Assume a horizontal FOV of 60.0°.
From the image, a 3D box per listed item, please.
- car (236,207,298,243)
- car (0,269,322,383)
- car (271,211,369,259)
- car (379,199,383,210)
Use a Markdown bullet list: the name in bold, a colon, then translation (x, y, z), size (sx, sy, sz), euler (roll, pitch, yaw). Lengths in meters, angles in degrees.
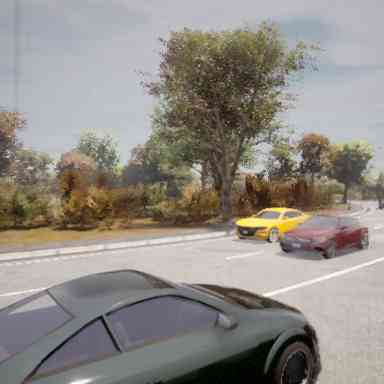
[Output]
- **car**: translation (4.262, 1.560, 16.792), size (5.008, 1.535, 1.882), euler (0, 0, -43)
- **car**: translation (-0.505, 1.581, 3.548), size (4.181, 1.385, 1.994), euler (0, 0, -36)
- **car**: translation (5.339, 1.595, 13.061), size (4.674, 1.442, 1.812), euler (0, 0, -42)
- **car**: translation (28.158, 1.736, 48.073), size (2.128, 1.511, 4.902), euler (0, 0, 27)
